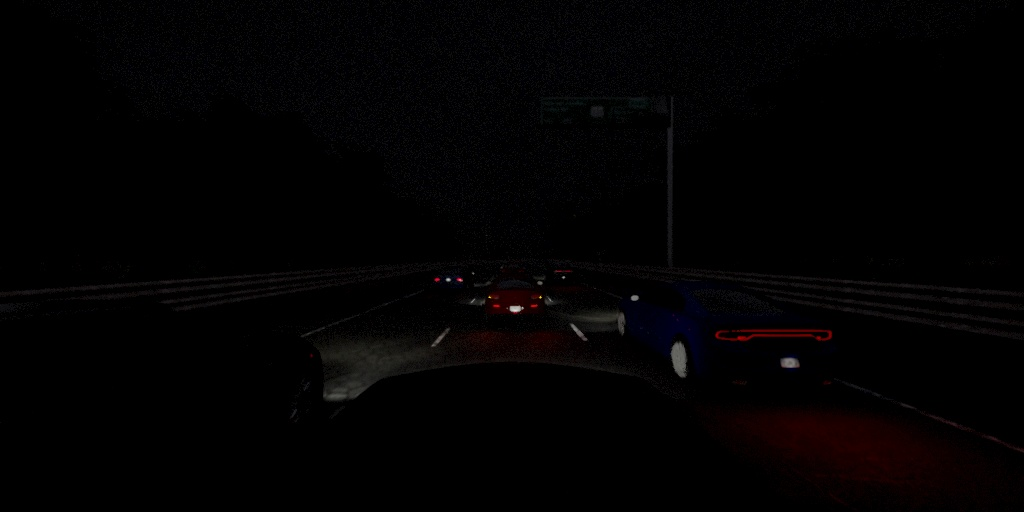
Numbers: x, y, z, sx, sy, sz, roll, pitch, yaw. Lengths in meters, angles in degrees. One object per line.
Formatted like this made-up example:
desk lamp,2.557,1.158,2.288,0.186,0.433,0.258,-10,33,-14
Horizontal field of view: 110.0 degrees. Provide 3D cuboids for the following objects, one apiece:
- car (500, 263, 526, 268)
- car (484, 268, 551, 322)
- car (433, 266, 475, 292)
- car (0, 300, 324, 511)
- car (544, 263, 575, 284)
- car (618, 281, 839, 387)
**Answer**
car,0.096,1.286,28.942,1.882,1.535,5.008,0,0,0
car,0.084,1.288,12.173,1.812,1.442,4.674,0,0,0
car,-3.403,1.331,21.732,2.033,1.411,5.357,0,0,0
car,-3.399,1.103,2.645,2.097,1.767,4.553,0,0,0
car,3.596,1.295,27.363,2.128,1.511,4.902,0,0,0
car,3.600,1.234,7.121,1.882,1.535,5.008,0,0,0
